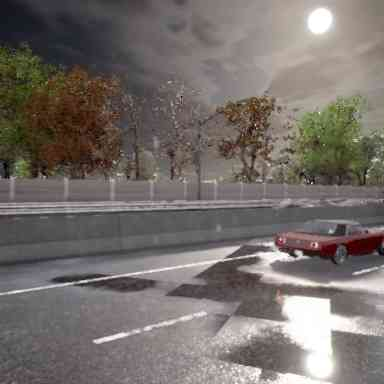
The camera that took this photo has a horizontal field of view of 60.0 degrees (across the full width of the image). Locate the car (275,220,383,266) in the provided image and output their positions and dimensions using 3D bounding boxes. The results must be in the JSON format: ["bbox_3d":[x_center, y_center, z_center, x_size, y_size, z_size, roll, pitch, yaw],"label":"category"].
[{"bbox_3d":[5.166,1.632,11.726,4.718,1.301,1.895,0,0,-35],"label":"car"}]

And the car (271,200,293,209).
[{"bbox_3d":[11.043,1.615,37.651,4.674,1.442,1.812,0,0,-35],"label":"car"}]

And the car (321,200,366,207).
[{"bbox_3d":[14.931,1.565,31.822,5.008,1.535,1.882,0,0,-35],"label":"car"}]

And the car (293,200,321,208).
[{"bbox_3d":[13.106,1.594,34.817,4.892,1.490,1.837,0,0,-35],"label":"car"}]
